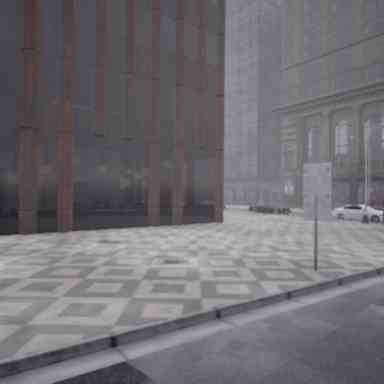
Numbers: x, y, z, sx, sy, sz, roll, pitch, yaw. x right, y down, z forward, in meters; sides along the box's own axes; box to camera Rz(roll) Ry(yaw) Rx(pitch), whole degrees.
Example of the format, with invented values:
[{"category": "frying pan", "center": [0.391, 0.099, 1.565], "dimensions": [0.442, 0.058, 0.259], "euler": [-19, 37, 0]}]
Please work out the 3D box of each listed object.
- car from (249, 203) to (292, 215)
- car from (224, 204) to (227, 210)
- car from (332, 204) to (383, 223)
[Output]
[{"category": "car", "center": [8.459, 1.841, 36.143], "dimensions": [1.895, 1.301, 4.718], "euler": [1, 0, -36]}, {"category": "car", "center": [2.543, 1.818, 44.410], "dimensions": [1.895, 1.301, 4.718], "euler": [1, 0, -36]}, {"category": "car", "center": [14.246, 1.793, 28.048], "dimensions": [1.812, 1.442, 4.674], "euler": [1, 0, -37]}]
